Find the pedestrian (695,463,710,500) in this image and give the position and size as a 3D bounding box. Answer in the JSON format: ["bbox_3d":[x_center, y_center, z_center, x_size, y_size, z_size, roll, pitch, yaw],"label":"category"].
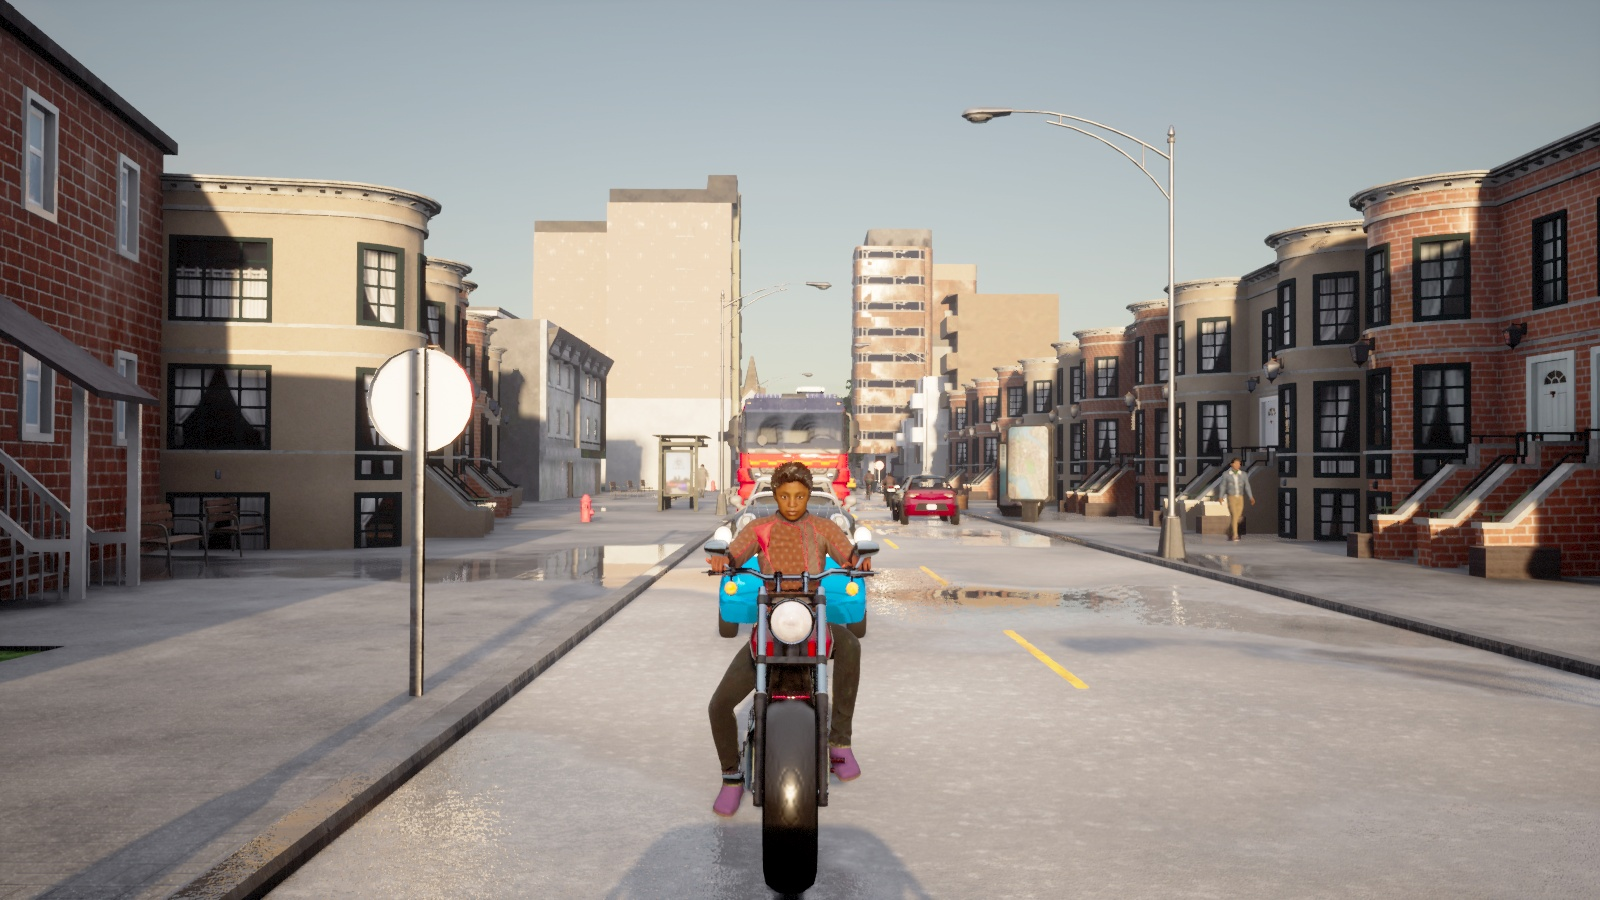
[{"bbox_3d":[-5.226,1.672,67.249,0.659,1.952,0.873,0,-1,8],"label":"pedestrian"}]

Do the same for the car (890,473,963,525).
[{"bbox_3d":[3.820,1.458,38.531,1.816,1.474,4.193,0,-1,0],"label":"car"}]

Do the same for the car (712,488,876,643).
[{"bbox_3d":[-0.062,1.078,12.451,1.481,1.376,2.207,0,-1,0],"label":"car"}]

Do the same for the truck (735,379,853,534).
[{"bbox_3d":[-0.171,0.242,35.299,2.891,3.827,8.468,0,-1,0],"label":"truck"}]

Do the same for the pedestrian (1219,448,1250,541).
[{"bbox_3d":[9.188,0.933,26.574,0.423,1.949,0.788,0,-1,4],"label":"pedestrian"}]

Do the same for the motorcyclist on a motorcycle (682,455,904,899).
[{"bbox_3d":[-0.031,0.858,5.541,0.766,1.649,2.350,0,-1,0],"label":"motorcyclist on a motorcycle"}]

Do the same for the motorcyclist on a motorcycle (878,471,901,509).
[{"bbox_3d":[3.756,1.663,52.631,0.797,1.523,2.044,0,-1,0],"label":"motorcyclist on a motorcycle"}]

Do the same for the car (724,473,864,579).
[{"bbox_3d":[-0.096,1.109,19.632,1.970,1.475,3.806,0,-1,0],"label":"car"}]
